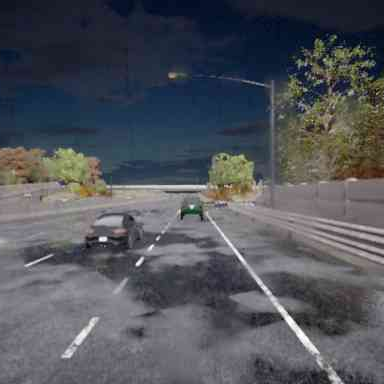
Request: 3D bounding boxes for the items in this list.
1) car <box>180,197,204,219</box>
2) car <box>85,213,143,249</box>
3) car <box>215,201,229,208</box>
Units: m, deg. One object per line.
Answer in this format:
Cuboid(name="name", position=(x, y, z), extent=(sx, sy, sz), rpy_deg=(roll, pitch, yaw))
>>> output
Cuboid(name="car", position=(-0.002, 1.530, 33.168), extent=(2.150, 2.045, 5.566), rpy_deg=(0, -1, 0))
Cuboid(name="car", position=(-3.406, 1.662, 15.040), extent=(1.812, 1.442, 4.674), rpy_deg=(0, -1, 0))
Cuboid(name="car", position=(6.543, 2.668, 70.962), extent=(1.895, 1.301, 4.718), rpy_deg=(0, -2, 24))
